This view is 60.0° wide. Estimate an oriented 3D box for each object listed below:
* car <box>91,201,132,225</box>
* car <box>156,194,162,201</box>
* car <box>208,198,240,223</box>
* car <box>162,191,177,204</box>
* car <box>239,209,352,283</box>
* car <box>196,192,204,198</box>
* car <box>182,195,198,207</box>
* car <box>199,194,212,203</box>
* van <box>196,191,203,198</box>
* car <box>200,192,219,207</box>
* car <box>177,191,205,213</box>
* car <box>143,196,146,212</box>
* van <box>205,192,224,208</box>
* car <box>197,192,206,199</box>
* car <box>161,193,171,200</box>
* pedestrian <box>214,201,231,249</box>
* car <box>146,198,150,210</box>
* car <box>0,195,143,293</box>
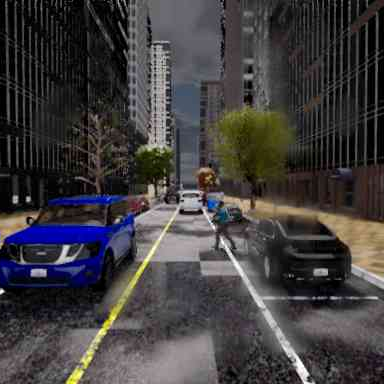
[{"bbox_3d":[-5.438,1.387,22.974,1.802,1.307,4.206,-1,0,0],"label":"car"},{"bbox_3d":[-5.634,1.031,62.512,2.008,1.369,4.403,-1,0,0],"label":"car"},{"bbox_3d":[2.442,1.355,23.043,2.008,1.369,4.403,-1,0,0],"label":"car"},{"bbox_3d":[-3.083,0.784,52.638,2.150,2.045,5.566,0,0,0],"label":"car"},{"bbox_3d":[2.704,1.424,9.431,1.837,1.490,4.892,0,0,0],"label":"car"},{"bbox_3d":[2.134,0.840,85.176,1.887,1.381,4.507,-1,0,0],"label":"car"},{"bbox_3d":[-0.201,1.167,45.284,2.033,1.411,5.357,0,0,0],"label":"car"},{"bbox_3d":[2.274,1.070,56.934,1.887,1.381,4.507,-1,0,0],"label":"car"},{"bbox_3d":[2.103,0.591,90.823,1.690,1.788,3.998,-1,0,0],"label":"van"},{"bbox_3d":[2.326,0.933,45.635,2.192,1.841,5.009,-1,0,0],"label":"car"},{"bbox_3d":[-0.089,0.946,32.794,2.150,2.045,5.566,0,1,0],"label":"car"},{"bbox_3d":[-5.469,1.303,28.623,1.887,1.381,4.507,-1,0,0],"label":"car"},{"bbox_3d":[2.382,1.052,34.338,1.690,1.788,3.998,-1,0,0],"label":"van"},{"bbox_3d":[2.161,0.782,79.527,1.967,1.590,4.097,-1,0,0],"label":"car"},{"bbox_3d":[-5.690,0.933,73.808,1.887,1.381,4.507,-1,0,0],"label":"car"},{"bbox_3d":[1.118,1.188,12.355,0.375,1.860,0.375,-1,1,0],"label":"pedestrian"},{"bbox_3d":[-5.496,1.151,34.269,1.967,1.590,4.097,-1,0,0],"label":"car"},{"bbox_3d":[-2.895,1.144,9.012,2.150,2.045,5.566,0,0,0],"label":"car"}]
